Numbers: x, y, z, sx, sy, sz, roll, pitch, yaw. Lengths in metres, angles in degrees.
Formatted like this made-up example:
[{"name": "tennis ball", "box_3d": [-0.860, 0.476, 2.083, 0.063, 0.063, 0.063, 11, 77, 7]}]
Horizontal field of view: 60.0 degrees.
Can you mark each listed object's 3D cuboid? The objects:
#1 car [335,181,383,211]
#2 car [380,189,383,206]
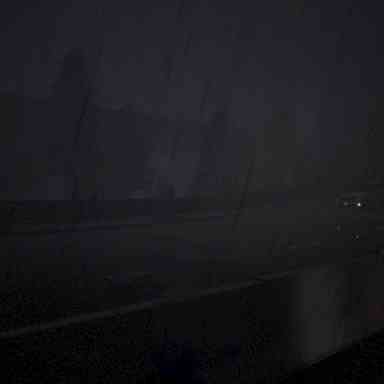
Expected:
[{"name": "car", "box_3d": [13.829, 0.282, 26.706, 5.566, 2.045, 2.150, -6, 4, -35]}, {"name": "car", "box_3d": [15.946, 0.529, 23.916, 5.008, 1.535, 1.882, -6, 4, -35]}]
